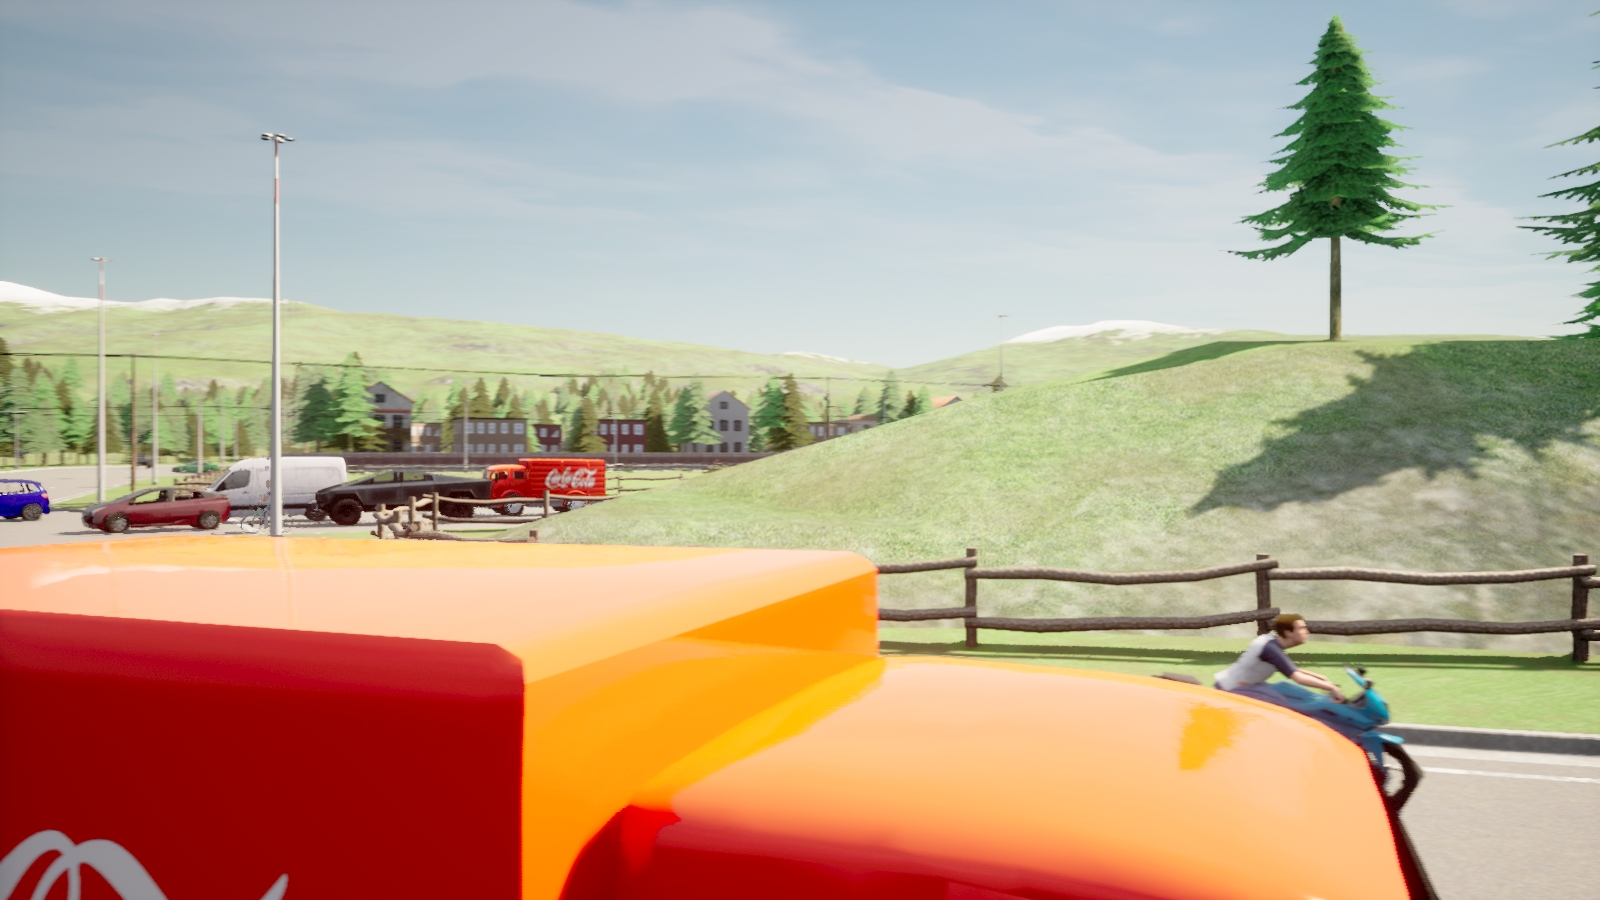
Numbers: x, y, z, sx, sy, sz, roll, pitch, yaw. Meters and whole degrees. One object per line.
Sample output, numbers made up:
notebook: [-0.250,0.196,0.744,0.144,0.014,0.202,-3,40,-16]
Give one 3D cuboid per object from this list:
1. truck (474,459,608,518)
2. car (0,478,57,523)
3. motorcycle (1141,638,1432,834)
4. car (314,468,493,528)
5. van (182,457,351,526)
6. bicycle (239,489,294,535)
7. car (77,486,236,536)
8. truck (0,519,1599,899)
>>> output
truck: [-11.324,1.619,49.985,5.204,2.467,2.627,0,0,-27]
car: [-32.078,1.992,44.622,2.242,1.667,4.611,0,0,36]
motorcycle: [3.793,2.199,9.048,2.033,1.199,0.803,0,-2,21]
car: [-15.264,1.791,44.093,6.274,2.098,2.390,0,0,-26]
van: [-21.018,1.568,45.114,5.915,2.561,1.988,0,0,-27]
bicycle: [-18.024,2.085,38.634,1.643,1.496,0.373,-1,1,-32]
car: [-22.360,2.067,39.786,4.514,1.525,2.007,0,0,-41]
truck: [-0.841,1.573,3.339,5.204,2.467,2.627,0,0,22]
